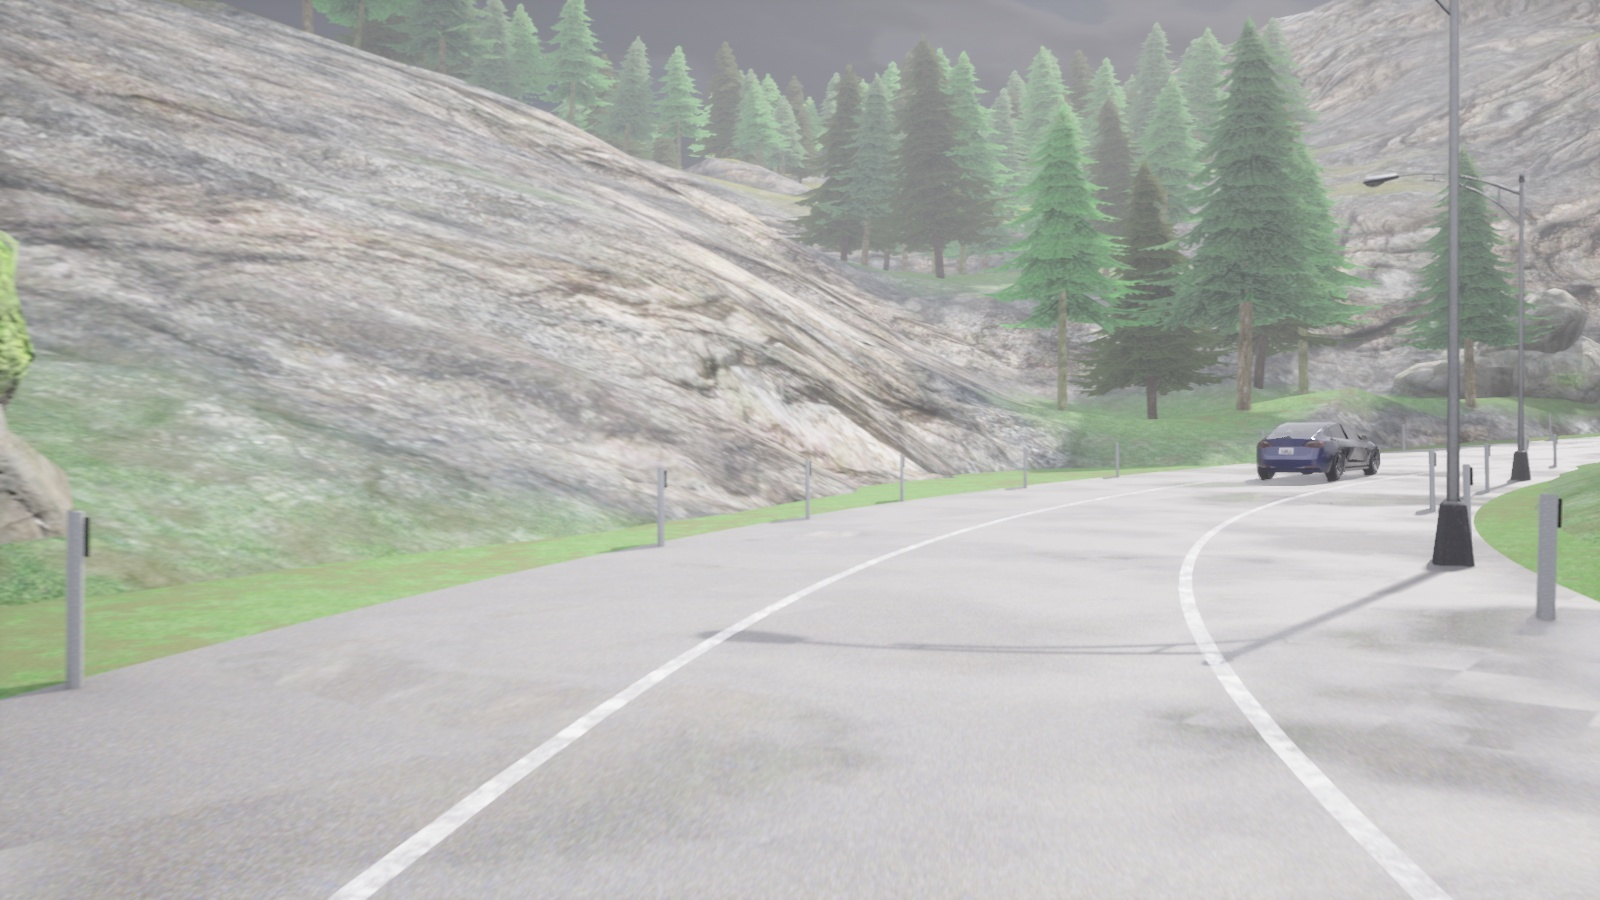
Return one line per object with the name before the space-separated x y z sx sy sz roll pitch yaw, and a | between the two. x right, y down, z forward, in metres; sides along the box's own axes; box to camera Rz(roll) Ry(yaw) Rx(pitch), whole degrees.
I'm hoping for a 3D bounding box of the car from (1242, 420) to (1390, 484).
car | 13.599 0.007 32.935 2.163 1.488 4.792 0 2 41
